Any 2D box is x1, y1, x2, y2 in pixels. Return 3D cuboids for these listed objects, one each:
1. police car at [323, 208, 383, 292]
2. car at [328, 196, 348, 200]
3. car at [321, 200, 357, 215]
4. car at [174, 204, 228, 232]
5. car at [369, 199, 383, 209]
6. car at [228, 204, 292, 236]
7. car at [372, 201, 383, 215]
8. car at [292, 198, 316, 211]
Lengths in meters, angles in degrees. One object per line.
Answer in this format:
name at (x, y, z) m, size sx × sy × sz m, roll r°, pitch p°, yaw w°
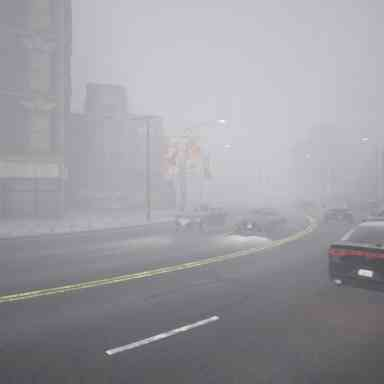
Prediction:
police car at (5.210, 1.421, 8.539) m, size 1.930 × 1.638 × 5.238 m, roll 0°, pitch 0°, yaw 42°
car at (16.760, 1.326, 38.807) m, size 2.097 × 1.767 × 4.553 m, roll 0°, pitch 0°, yaw 3°
car at (10.613, 1.511, 24.344) m, size 1.812 × 1.442 × 4.674 m, roll 0°, pitch -1°, yaw 20°
car at (0.780, 1.475, 20.065) m, size 2.128 × 1.511 × 4.902 m, roll 0°, pitch 0°, yaw 31°
car at (13.600, 1.339, 22.403) m, size 2.097 × 1.767 × 4.553 m, roll 0°, pitch 0°, yaw 21°
car at (3.912, 1.550, 18.527) m, size 1.994 × 1.385 × 4.181 m, roll 0°, pitch 0°, yaw 31°
car at (19.580, 1.577, 32.800) m, size 1.895 × 1.301 × 4.718 m, roll 0°, pitch 0°, yaw 11°
car at (13.309, 1.479, 39.870) m, size 1.837 × 1.490 × 4.892 m, roll 0°, pitch 1°, yaw 1°
